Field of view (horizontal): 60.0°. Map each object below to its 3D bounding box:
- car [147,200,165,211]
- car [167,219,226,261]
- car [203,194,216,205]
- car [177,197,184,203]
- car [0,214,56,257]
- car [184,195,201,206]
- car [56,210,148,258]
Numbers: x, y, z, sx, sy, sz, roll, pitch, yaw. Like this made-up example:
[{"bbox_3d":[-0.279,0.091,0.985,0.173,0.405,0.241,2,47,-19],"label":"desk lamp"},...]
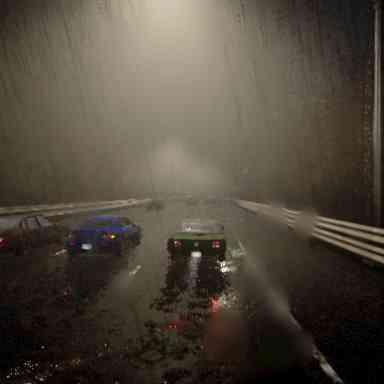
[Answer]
[{"bbox_3d":[-4.721,1.775,44.137,1.812,1.442,4.674,0,0,4],"label":"car"},{"bbox_3d":[0.289,1.691,12.691,1.895,1.301,4.718,0,0,4],"label":"car"},{"bbox_3d":[4.057,1.834,71.795,2.097,1.767,4.553,0,0,4],"label":"car"},{"bbox_3d":[-2.428,1.948,80.100,1.882,1.535,5.008,0,0,4],"label":"car"},{"bbox_3d":[-6.696,1.584,13.131,2.033,1.411,5.357,0,0,4],"label":"car"},{"bbox_3d":[0.166,1.765,65.758,2.097,1.767,4.553,0,0,4],"label":"car"},{"bbox_3d":[-3.204,1.589,12.910,1.812,1.442,4.674,0,0,4],"label":"car"}]
